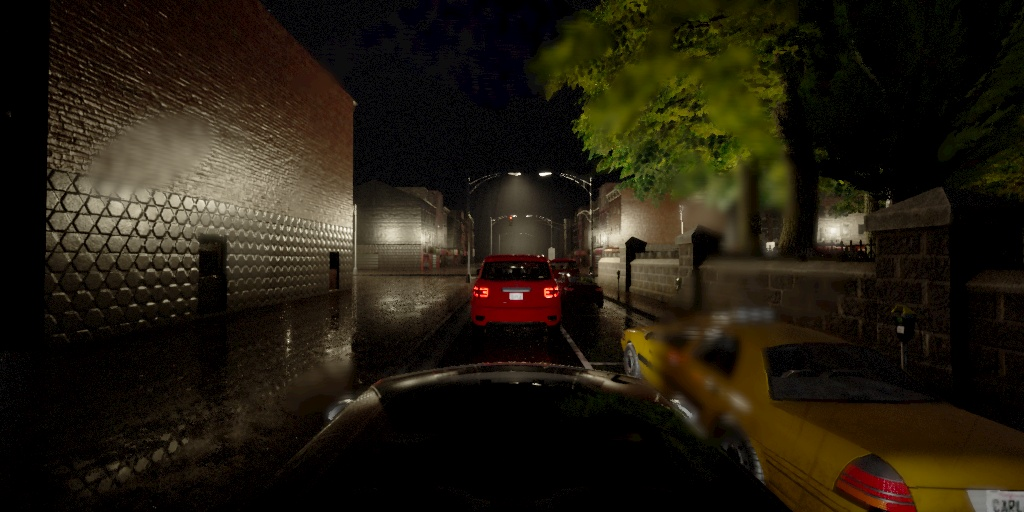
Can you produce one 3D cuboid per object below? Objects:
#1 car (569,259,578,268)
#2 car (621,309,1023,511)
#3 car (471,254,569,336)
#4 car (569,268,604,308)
[{"bbox_3d":[2.631,1.078,20.377,2.192,1.841,5.009,0,0,0],"label":"car"},{"bbox_3d":[2.637,1.276,4.200,1.751,1.417,4.829,0,0,0],"label":"car"},{"bbox_3d":[0.096,0.975,10.515,2.150,2.045,5.566,0,0,0],"label":"car"},{"bbox_3d":[2.633,1.339,14.928,1.802,1.307,4.207,0,0,0],"label":"car"}]
